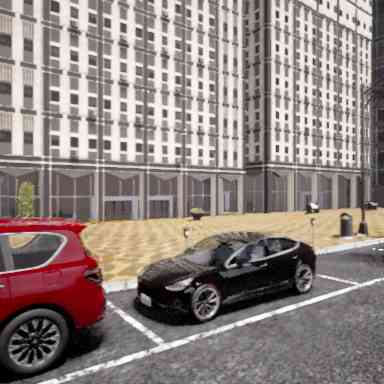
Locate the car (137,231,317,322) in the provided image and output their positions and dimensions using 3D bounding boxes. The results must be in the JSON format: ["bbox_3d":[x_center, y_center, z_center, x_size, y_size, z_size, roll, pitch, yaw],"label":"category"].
[{"bbox_3d":[0.947,1.568,7.236,4.313,1.339,1.947,0,0,-35],"label":"car"}]

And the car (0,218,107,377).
[{"bbox_3d":[-3.550,1.315,4.030,5.009,1.841,2.192,0,0,-35],"label":"car"}]
